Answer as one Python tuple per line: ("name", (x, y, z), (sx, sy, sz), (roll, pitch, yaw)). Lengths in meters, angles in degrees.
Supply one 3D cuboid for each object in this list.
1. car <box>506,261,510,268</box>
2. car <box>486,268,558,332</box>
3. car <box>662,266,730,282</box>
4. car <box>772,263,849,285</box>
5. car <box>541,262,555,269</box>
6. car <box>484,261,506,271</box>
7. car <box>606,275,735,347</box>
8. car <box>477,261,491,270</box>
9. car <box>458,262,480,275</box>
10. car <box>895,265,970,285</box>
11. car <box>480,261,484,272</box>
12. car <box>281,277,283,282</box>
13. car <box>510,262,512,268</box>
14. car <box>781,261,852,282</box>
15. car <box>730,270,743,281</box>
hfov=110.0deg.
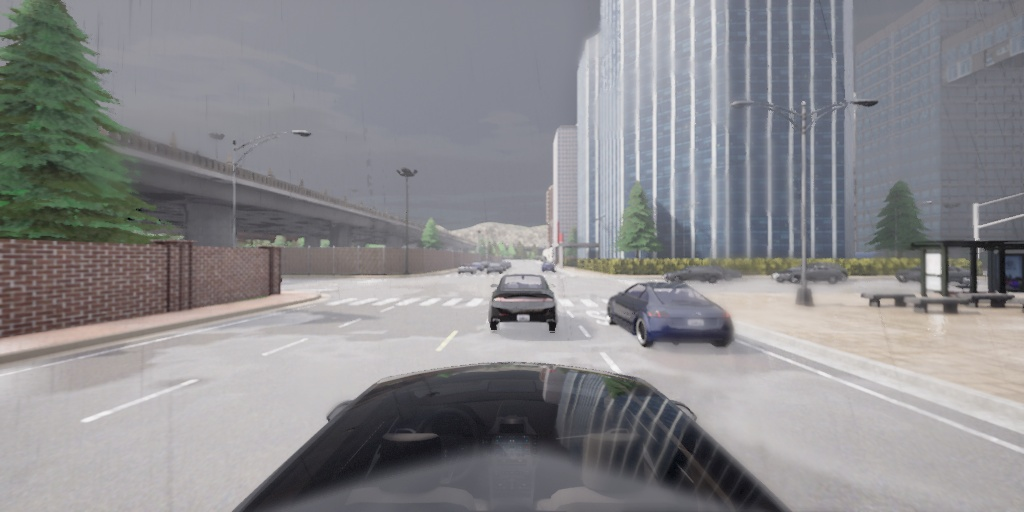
("car", (-1.829, 1.679, 55.507), (2.033, 1.411, 5.357), (0, 0, 2))
("car", (0.339, 1.310, 11.216), (2.128, 1.511, 4.902), (0, 0, 2))
("car", (14.759, 1.536, 29.382), (4.674, 1.442, 1.812), (0, 0, 2))
("car", (23.881, 1.504, 29.075), (4.902, 1.511, 2.128), (0, 0, 2))
("car", (5.301, 1.644, 53.148), (1.812, 1.442, 4.674), (0, 0, 2))
("car", (-2.152, 1.589, 45.921), (1.812, 1.442, 4.674), (0, 0, 2))
("car", (3.870, 1.371, 9.489), (1.994, 1.385, 4.181), (0, 0, 1))
("car", (-4.989, 1.673, 64.621), (1.882, 1.535, 5.008), (0, 0, 3))
("car", (-5.664, 1.661, 45.688), (1.895, 1.301, 4.718), (0, 0, 2))
("car", (33.765, 1.520, 28.710), (4.892, 1.490, 1.837), (0, 0, 2))
("car", (-5.350, 1.651, 54.845), (1.812, 1.442, 4.674), (0, 0, 2))
("car", (-19.620, 1.539, 26.898), (4.181, 1.385, 1.994), (0, 0, 2))
("car", (-1.459, 1.693, 65.295), (2.128, 1.511, 4.902), (0, 0, 2))
("car", (27.439, 1.390, 32.448), (4.553, 1.767, 2.097), (0, 0, 2))
("car", (17.953, 1.583, 32.785), (5.357, 1.411, 2.033), (0, 0, 2))
